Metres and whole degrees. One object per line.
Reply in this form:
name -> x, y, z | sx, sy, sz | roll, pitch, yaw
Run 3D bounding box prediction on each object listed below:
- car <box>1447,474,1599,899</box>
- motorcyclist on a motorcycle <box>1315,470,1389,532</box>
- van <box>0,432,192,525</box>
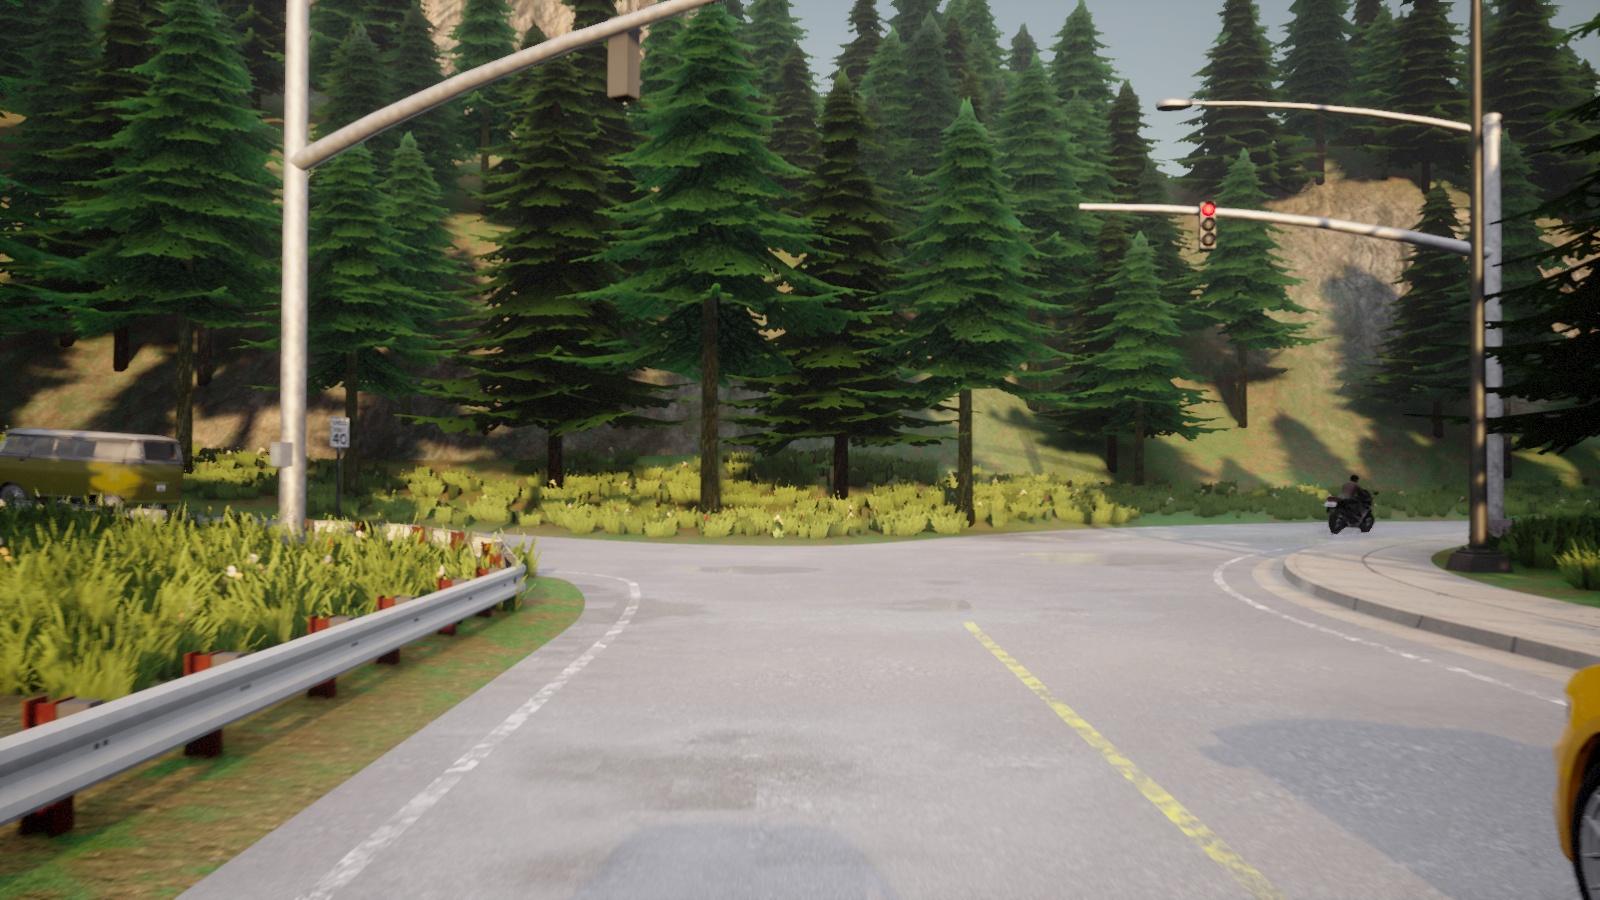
car -> 3.495, 0.819, 2.426 | 1.882, 1.535, 5.008 | 0, -1, 0
motorcyclist on a motorcycle -> 14.131, 1.278, 32.135 | 2.044, 1.523, 0.797 | 0, 0, -36
van -> -17.152, 0.656, 30.015 | 4.442, 1.987, 1.775 | 3, -1, 11
